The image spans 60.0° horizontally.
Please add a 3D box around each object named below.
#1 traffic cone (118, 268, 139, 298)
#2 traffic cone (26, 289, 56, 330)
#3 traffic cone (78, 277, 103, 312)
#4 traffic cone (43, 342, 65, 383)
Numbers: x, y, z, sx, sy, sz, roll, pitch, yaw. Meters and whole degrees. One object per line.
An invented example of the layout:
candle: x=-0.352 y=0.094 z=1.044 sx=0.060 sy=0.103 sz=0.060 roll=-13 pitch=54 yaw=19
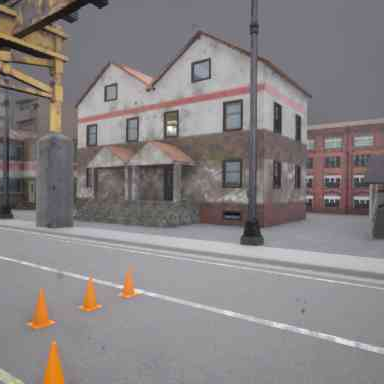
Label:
traffic cone: x=-1.386 y=1.949 z=7.260 sx=0.340 sy=0.580 sz=0.340 roll=0 pitch=0 yaw=36
traffic cone: x=-2.557 y=1.949 z=5.638 sx=0.340 sy=0.580 sz=0.340 roll=0 pitch=0 yaw=36
traffic cone: x=-1.972 y=1.949 z=6.449 sx=0.340 sy=0.580 sz=0.340 roll=0 pitch=0 yaw=36
traffic cone: x=-1.520 y=1.952 z=3.657 sx=0.340 sy=0.580 sz=0.340 roll=0 pitch=0 yaw=36
